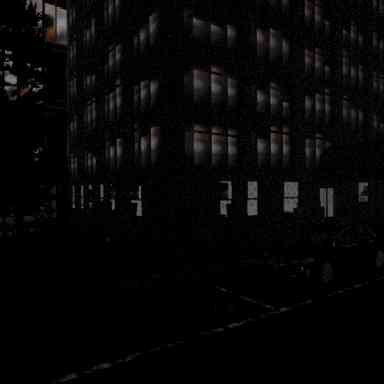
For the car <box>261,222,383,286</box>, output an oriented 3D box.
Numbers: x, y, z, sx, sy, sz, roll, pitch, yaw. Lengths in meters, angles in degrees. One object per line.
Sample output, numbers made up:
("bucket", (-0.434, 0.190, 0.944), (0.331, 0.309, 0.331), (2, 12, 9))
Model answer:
("car", (3.807, 1.549, 9.308), (4.403, 1.369, 2.008), (0, -1, -36))
